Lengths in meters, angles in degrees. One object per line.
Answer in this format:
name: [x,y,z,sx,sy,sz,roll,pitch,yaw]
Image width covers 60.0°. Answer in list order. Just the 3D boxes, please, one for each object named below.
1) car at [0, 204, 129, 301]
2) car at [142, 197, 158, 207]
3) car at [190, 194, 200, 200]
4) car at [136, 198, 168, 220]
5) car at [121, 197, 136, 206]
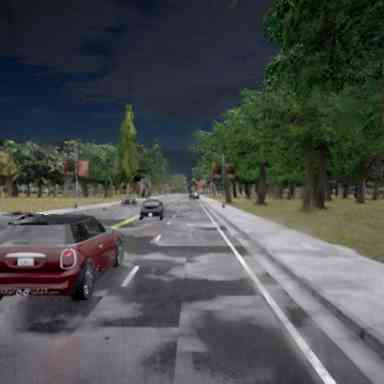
car: [-3.154,1.340,8.431,2.097,1.767,4.553,0,0,0]
car: [-6.596,1.540,52.225,1.895,1.301,4.718,0,0,0]
car: [1.095,1.381,88.879,1.882,1.535,5.008,0,0,0]
car: [-3.163,1.470,27.674,1.837,1.490,4.892,0,0,0]
car: [-9.844,1.503,52.355,1.994,1.385,4.181,0,0,0]
